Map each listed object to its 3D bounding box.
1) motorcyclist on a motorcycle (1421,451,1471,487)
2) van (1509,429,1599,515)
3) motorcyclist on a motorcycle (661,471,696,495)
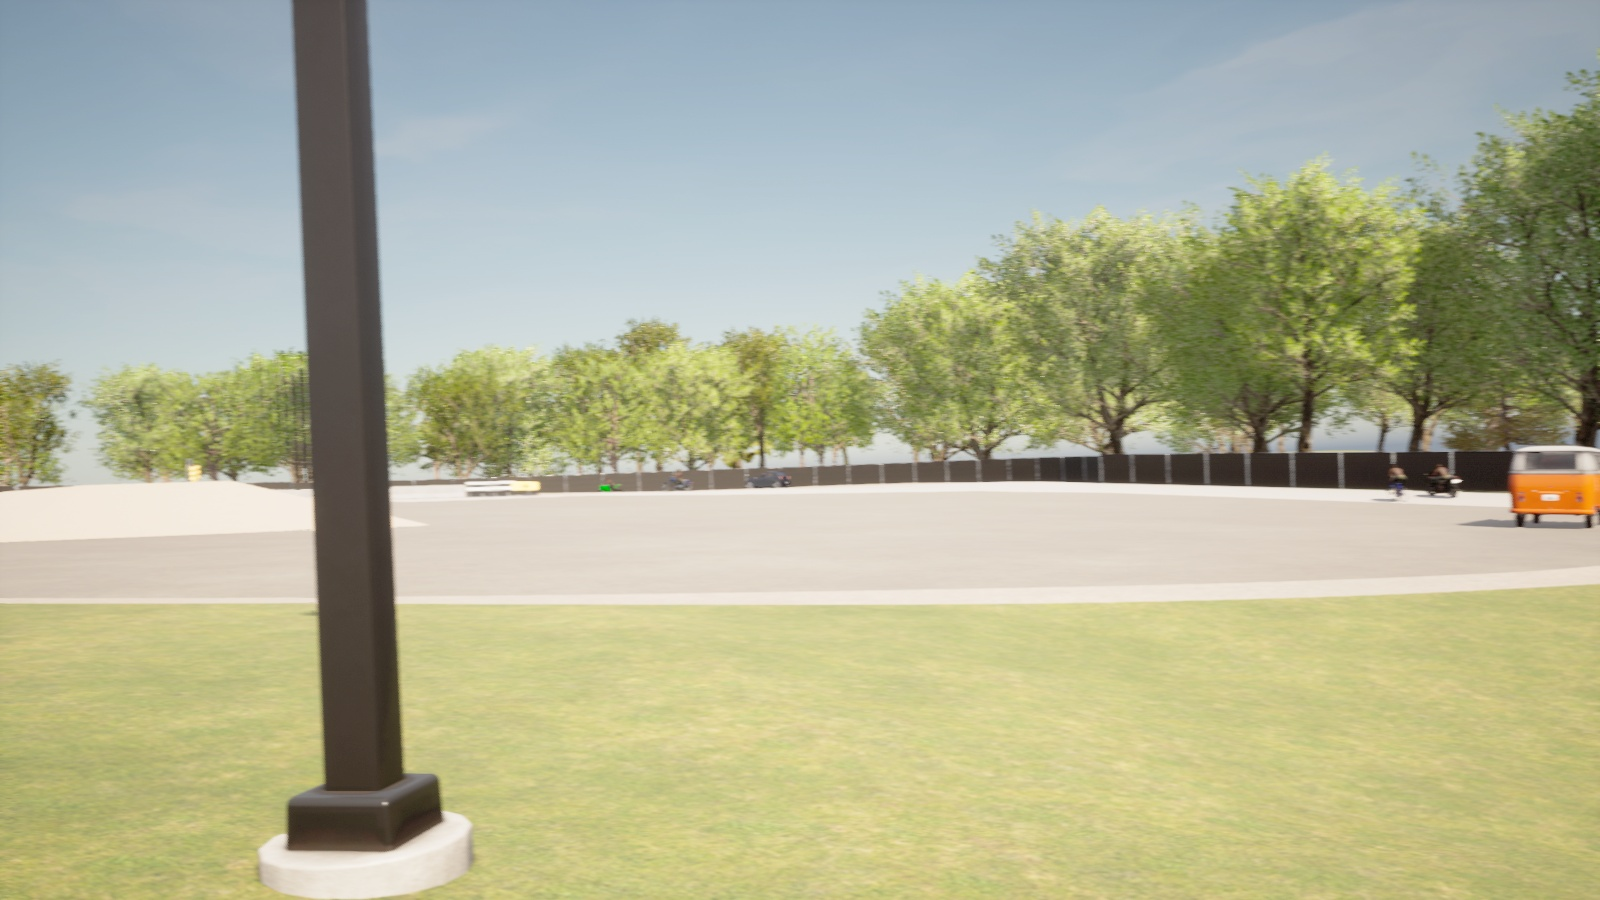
[{"bbox_3d":[28.491,0.832,55.431,0.797,1.523,2.044,-4,1,-10],"label":"motorcyclist on a motorcycle"},{"bbox_3d":[19.068,0.541,31.245,1.775,1.987,4.442,-2,-1,38],"label":"van"},{"bbox_3d":[-8.649,2.348,89.434,2.350,1.649,0.766,-3,-1,0],"label":"motorcyclist on a motorcycle"}]
